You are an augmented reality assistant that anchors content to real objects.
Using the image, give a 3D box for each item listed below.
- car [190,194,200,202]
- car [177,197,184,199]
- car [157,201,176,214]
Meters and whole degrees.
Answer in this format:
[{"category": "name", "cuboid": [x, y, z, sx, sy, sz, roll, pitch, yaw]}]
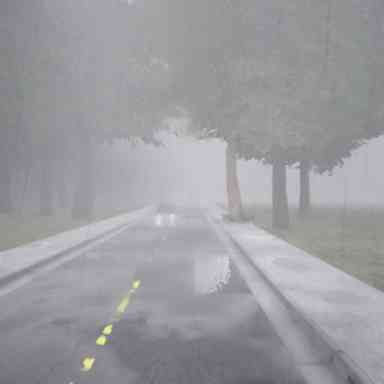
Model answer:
[{"category": "car", "cuboid": [0.958, 1.790, 83.670, 1.812, 1.442, 4.674, 0, 0, 0]}, {"category": "car", "cuboid": [-2.754, 1.515, 79.091, 1.994, 1.385, 4.181, 0, 0, 0]}, {"category": "car", "cuboid": [-2.847, 1.720, 37.545, 1.895, 1.301, 4.718, 0, 0, 0]}]
